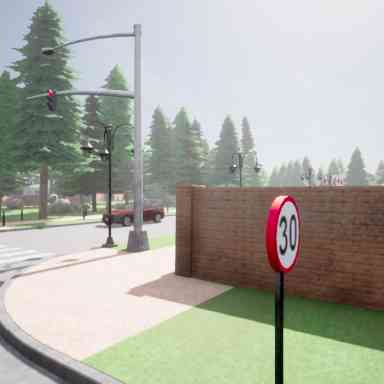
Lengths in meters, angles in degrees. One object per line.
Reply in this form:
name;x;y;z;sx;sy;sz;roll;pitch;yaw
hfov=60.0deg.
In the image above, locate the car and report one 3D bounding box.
car;-3.991;1.463;23.142;1.882;1.535;5.008;0;0;35
